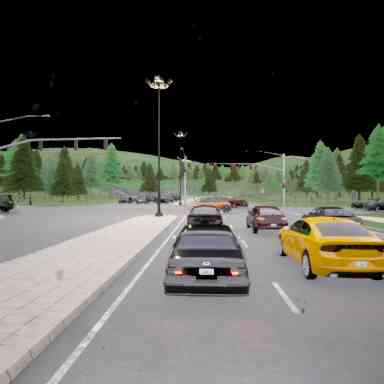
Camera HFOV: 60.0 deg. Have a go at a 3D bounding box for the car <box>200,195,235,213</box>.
[{"bbox_3d":[1.841,1.351,35.173,4.553,1.767,2.097,0,0,-1],"label":"car"}]

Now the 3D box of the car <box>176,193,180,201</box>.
[{"bbox_3d":[-4.770,1.223,82.608,2.150,2.045,5.566,0,0,2],"label":"car"}]

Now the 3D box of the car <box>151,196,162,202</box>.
[{"bbox_3d":[-8.406,1.551,79.235,1.994,1.385,4.181,0,0,2],"label":"car"}]

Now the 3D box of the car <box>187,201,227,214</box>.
[{"bbox_3d":[0.729,1.477,18.586,1.882,1.535,5.008,0,0,3],"label":"car"}]

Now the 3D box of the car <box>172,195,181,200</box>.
[{"bbox_3d":[-4.341,1.532,93.011,2.033,1.411,5.357,0,0,3],"label":"car"}]

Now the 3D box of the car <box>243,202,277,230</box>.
[{"bbox_3d":[4.263,1.525,19.192,1.812,1.442,4.674,0,0,3],"label":"car"}]

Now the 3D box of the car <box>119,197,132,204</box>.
[{"bbox_3d":[-12.578,1.563,63.414,1.994,1.385,4.181,0,0,3],"label":"car"}]

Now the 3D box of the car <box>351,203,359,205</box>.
[{"bbox_3d":[22.539,1.599,41.835,4.718,1.301,1.895,0,0,3],"label":"car"}]

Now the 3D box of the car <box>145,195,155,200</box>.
[{"bbox_3d":[-11.433,1.537,91.125,2.033,1.411,5.357,0,0,2],"label":"car"}]

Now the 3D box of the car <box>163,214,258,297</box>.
[{"bbox_3d":[0.379,1.547,8.766,2.033,1.411,5.357,0,0,2],"label":"car"}]

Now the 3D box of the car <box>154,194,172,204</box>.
[{"bbox_3d":[-5.580,1.599,63.382,1.895,1.301,4.718,0,0,3],"label":"car"}]

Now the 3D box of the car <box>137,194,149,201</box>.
[{"bbox_3d":[-11.843,1.353,80.891,2.097,1.767,4.553,0,0,2],"label":"car"}]

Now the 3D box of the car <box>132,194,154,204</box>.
[{"bbox_3d":[-9.140,1.490,62.272,2.128,1.511,4.902,0,0,3],"label":"car"}]

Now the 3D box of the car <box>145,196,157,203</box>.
[{"bbox_3d":[-8.728,1.551,71.123,1.994,1.385,4.181,0,0,2],"label":"car"}]

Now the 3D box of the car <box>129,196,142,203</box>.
[{"bbox_3d":[-12.195,1.523,72.034,1.812,1.442,4.674,0,0,2],"label":"car"}]

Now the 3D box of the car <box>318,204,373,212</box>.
[{"bbox_3d":[7.749,1.547,18.808,2.033,1.411,5.357,0,0,3],"label":"car"}]

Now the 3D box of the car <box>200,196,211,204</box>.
[{"bbox_3d":[2.559,1.562,62.480,1.994,1.385,4.181,0,0,2],"label":"car"}]

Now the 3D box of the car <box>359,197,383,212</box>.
[{"bbox_3d":[22.318,1.351,38.342,4.553,1.767,2.097,0,0,3],"label":"car"}]

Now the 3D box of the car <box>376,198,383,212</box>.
[{"bbox_3d":[22.422,1.600,34.829,4.718,1.301,1.895,0,0,3],"label":"car"}]

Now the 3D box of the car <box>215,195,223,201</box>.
[{"bbox_3d":[6.777,1.551,83.564,1.994,1.385,4.181,0,0,2],"label":"car"}]

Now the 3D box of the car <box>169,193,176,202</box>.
[{"bbox_3d":[-5.178,1.354,72.316,2.097,1.767,4.553,0,0,2],"label":"car"}]

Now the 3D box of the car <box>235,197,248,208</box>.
[{"bbox_3d":[6.225,1.477,48.389,1.882,1.535,5.008,-2,1,-25],"label":"car"}]

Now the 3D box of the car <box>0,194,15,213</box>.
[{"bbox_3d":[-21.805,1.222,35.273,5.566,2.045,2.150,0,0,2],"label":"car"}]

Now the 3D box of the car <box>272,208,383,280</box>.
[{"bbox_3d":[3.934,1.477,9.973,1.882,1.535,5.008,0,0,3],"label":"car"}]

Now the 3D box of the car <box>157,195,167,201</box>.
[{"bbox_3d":[-8.002,1.523,89.361,2.128,1.511,4.902,0,0,2],"label":"car"}]
